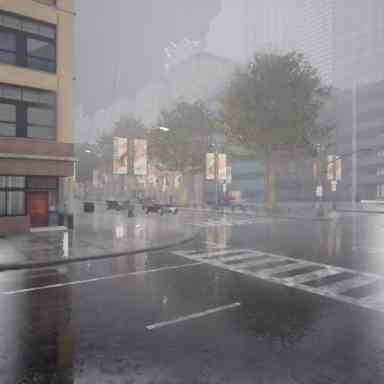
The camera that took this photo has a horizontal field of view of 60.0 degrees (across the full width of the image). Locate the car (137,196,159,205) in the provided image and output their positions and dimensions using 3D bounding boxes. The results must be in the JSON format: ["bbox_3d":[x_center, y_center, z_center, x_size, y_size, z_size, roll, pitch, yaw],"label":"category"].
[{"bbox_3d":[-8.012,1.478,59.870,1.882,1.535,5.008,0,0,-36],"label":"car"}]

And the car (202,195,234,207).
[{"bbox_3d":[3.518,1.491,49.956,2.128,1.511,4.902,0,0,-36],"label":"car"}]

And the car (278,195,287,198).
[{"bbox_3d":[18.484,1.320,69.165,2.002,1.452,4.674,0,0,-36],"label":"car"}]

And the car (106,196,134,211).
[{"bbox_3d":[-8.940,1.352,41.294,2.097,1.767,4.553,0,0,-35],"label":"car"}]

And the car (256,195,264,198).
[{"bbox_3d":[17.687,1.463,83.099,1.895,1.301,4.718,0,0,-36],"label":"car"}]

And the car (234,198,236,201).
[{"bbox_3d":[8.022,1.413,76.669,2.161,1.482,4.786,0,0,-36],"label":"car"}]

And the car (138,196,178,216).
[{"bbox_3d":[-3.225,1.492,33.279,2.128,1.511,4.902,0,0,-36],"label":"car"}]
